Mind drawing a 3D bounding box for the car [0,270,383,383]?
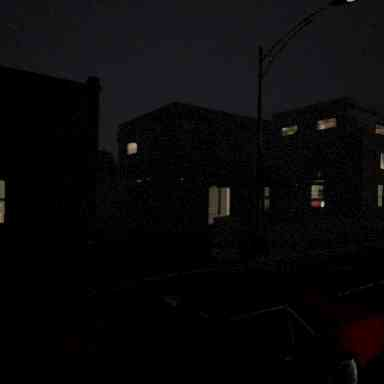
[{"bbox_3d":[-0.100,1.614,3.308,4.718,1.301,1.895,1,0,-35],"label":"car"}]
